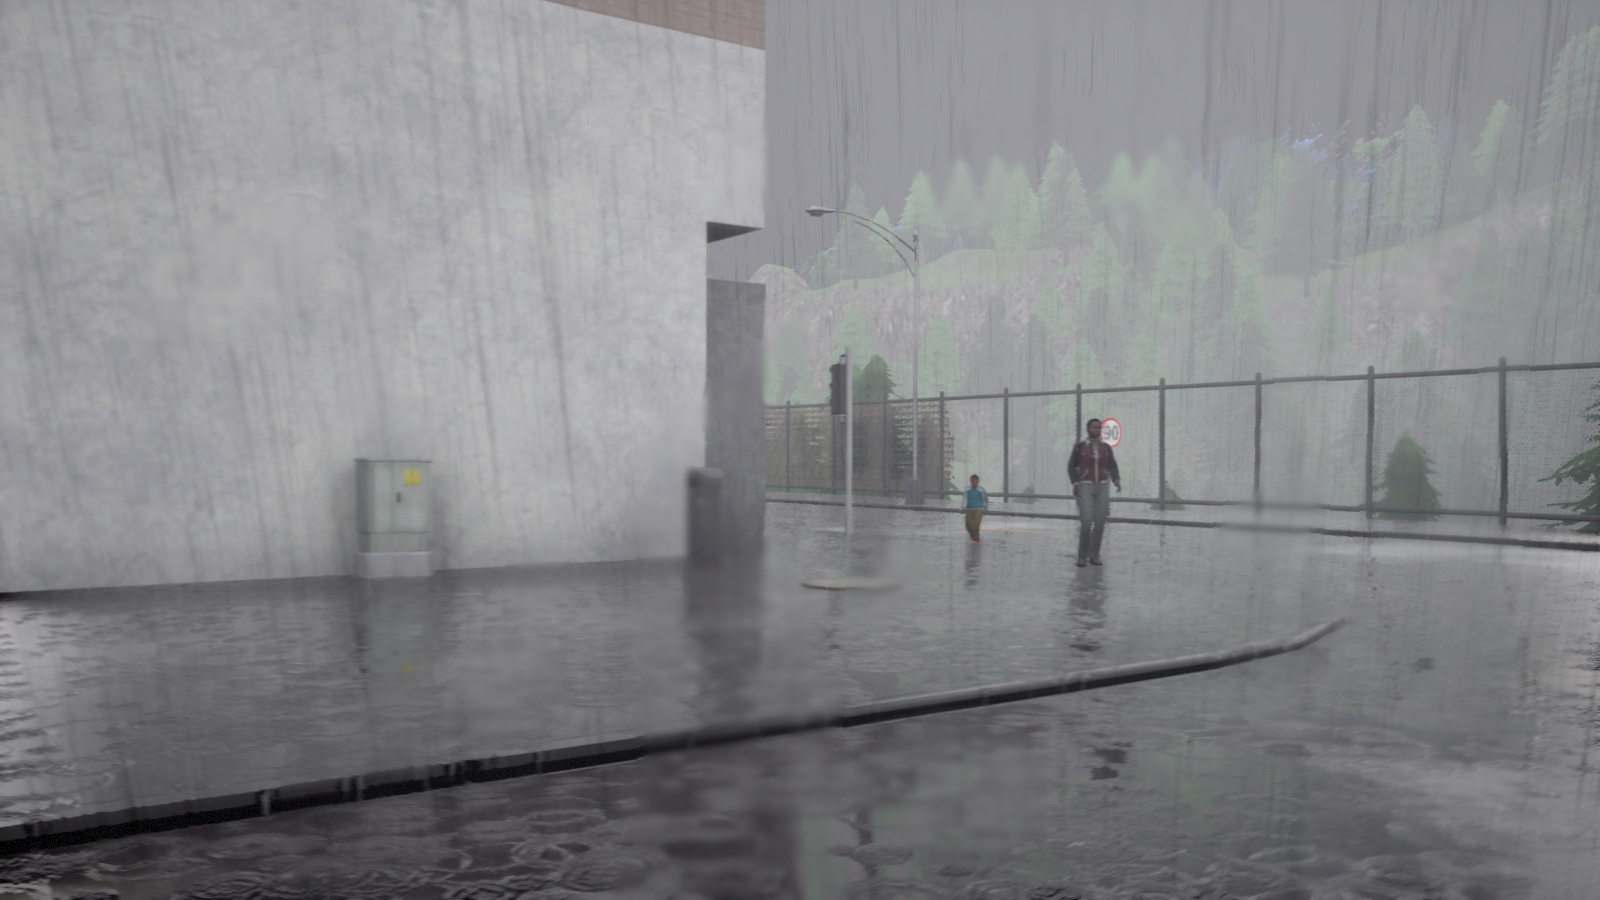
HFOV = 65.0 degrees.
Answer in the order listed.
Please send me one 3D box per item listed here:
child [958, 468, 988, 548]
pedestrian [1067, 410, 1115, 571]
[{"bbox_3d":[2.662,0.881,19.281,0.343,1.192,0.448,0,0,24],"label":"child"},{"bbox_3d":[3.547,0.485,15.350,0.402,1.930,0.666,0,0,-2],"label":"pedestrian"}]
